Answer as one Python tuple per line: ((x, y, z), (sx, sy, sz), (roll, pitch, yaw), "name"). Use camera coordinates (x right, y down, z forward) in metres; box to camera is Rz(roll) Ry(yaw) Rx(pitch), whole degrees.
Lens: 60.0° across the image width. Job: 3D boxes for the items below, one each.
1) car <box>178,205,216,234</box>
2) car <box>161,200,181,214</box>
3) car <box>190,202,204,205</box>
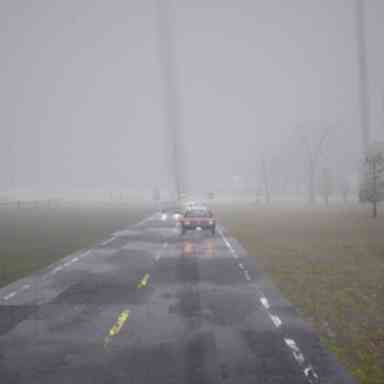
((0.369, 1.681, 19.924), (1.895, 1.301, 4.718), (0, 0, 0), "car")
((-2.350, 1.648, 37.482), (1.837, 1.490, 4.892), (0, -1, 1), "car")
((0.531, 1.737, 35.349), (1.895, 1.301, 4.718), (0, 0, 1), "car")
